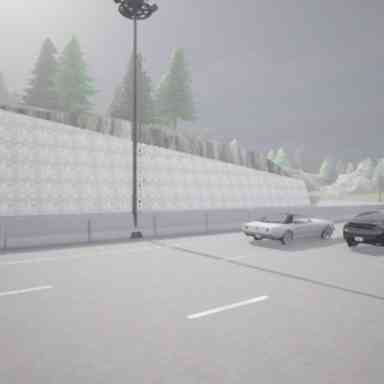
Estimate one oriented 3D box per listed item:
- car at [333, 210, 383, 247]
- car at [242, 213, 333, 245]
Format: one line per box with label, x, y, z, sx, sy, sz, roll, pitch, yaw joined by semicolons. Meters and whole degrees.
car;8.283;1.542;13.965;4.892;1.490;1.837;0;0;-35
car;4.681;1.634;15.701;4.718;1.301;1.895;0;0;-35
